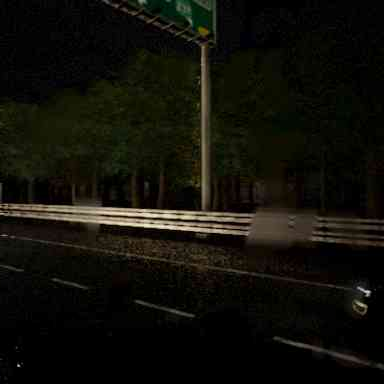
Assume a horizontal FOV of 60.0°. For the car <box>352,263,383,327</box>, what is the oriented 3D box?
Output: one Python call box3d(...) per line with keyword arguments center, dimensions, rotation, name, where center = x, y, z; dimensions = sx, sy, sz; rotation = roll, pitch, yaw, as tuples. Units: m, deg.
box3d(center=(4.941, 1.506, 4.644), dimensions=(4.892, 1.490, 1.837), rotation=(0, 0, 35), name="car")
